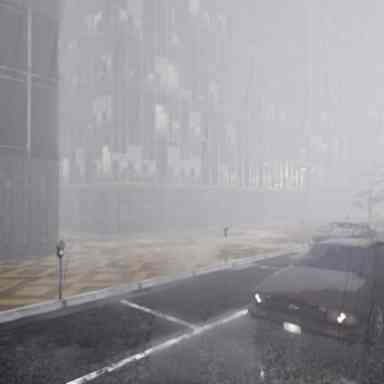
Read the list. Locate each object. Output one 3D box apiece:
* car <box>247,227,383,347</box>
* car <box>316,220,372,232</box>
[{"bbox_3d":[3.377,1.720,6.962,2.033,1.411,5.357,-2,-2,44],"label":"car"},{"bbox_3d":[6.465,1.889,13.998,2.008,1.369,4.403,-2,-2,44],"label":"car"}]
